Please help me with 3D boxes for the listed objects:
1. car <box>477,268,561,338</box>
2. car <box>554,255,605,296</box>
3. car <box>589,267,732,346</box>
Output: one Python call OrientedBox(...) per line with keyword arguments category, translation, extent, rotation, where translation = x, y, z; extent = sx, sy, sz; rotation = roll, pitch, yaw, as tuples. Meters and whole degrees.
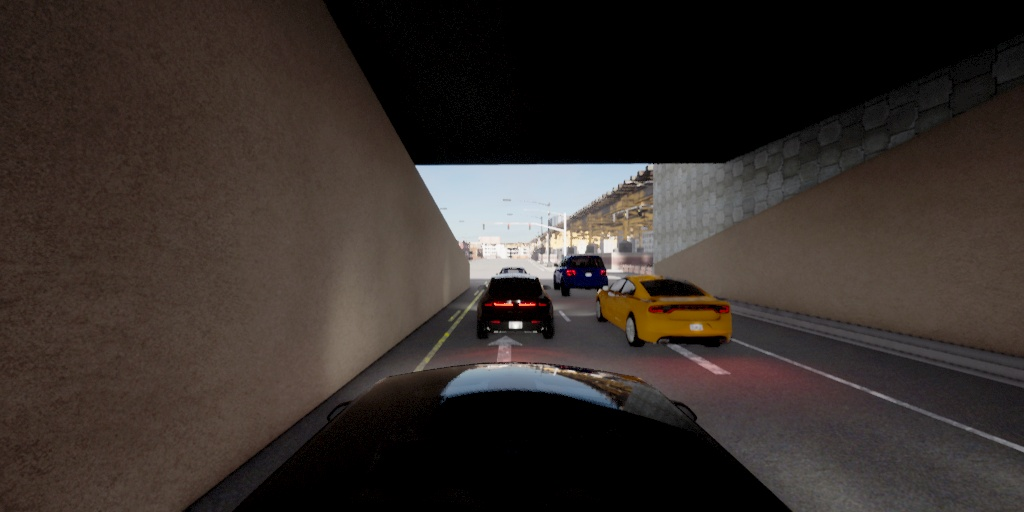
OrientedBox(category="car", translation=(0.076, 1.254, 10.211), extent=(1.837, 1.490, 4.892), rotation=(0, 0, 0))
OrientedBox(category="car", translation=(3.567, 0.969, 19.382), extent=(2.150, 2.045, 5.566), rotation=(0, 0, 0))
OrientedBox(category="car", translation=(3.573, 1.227, 9.413), extent=(1.882, 1.535, 5.008), rotation=(0, 0, 0))
